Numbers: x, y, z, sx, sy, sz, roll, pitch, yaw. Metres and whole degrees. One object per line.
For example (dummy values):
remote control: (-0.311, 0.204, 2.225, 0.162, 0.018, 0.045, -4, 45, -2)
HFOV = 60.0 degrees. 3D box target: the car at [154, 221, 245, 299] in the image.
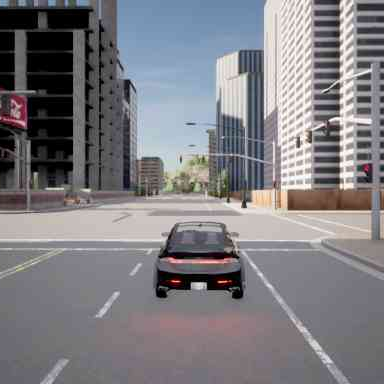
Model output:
car: (0.205, 1.492, 8.460, 2.128, 1.511, 4.902, 0, 0, 2)
